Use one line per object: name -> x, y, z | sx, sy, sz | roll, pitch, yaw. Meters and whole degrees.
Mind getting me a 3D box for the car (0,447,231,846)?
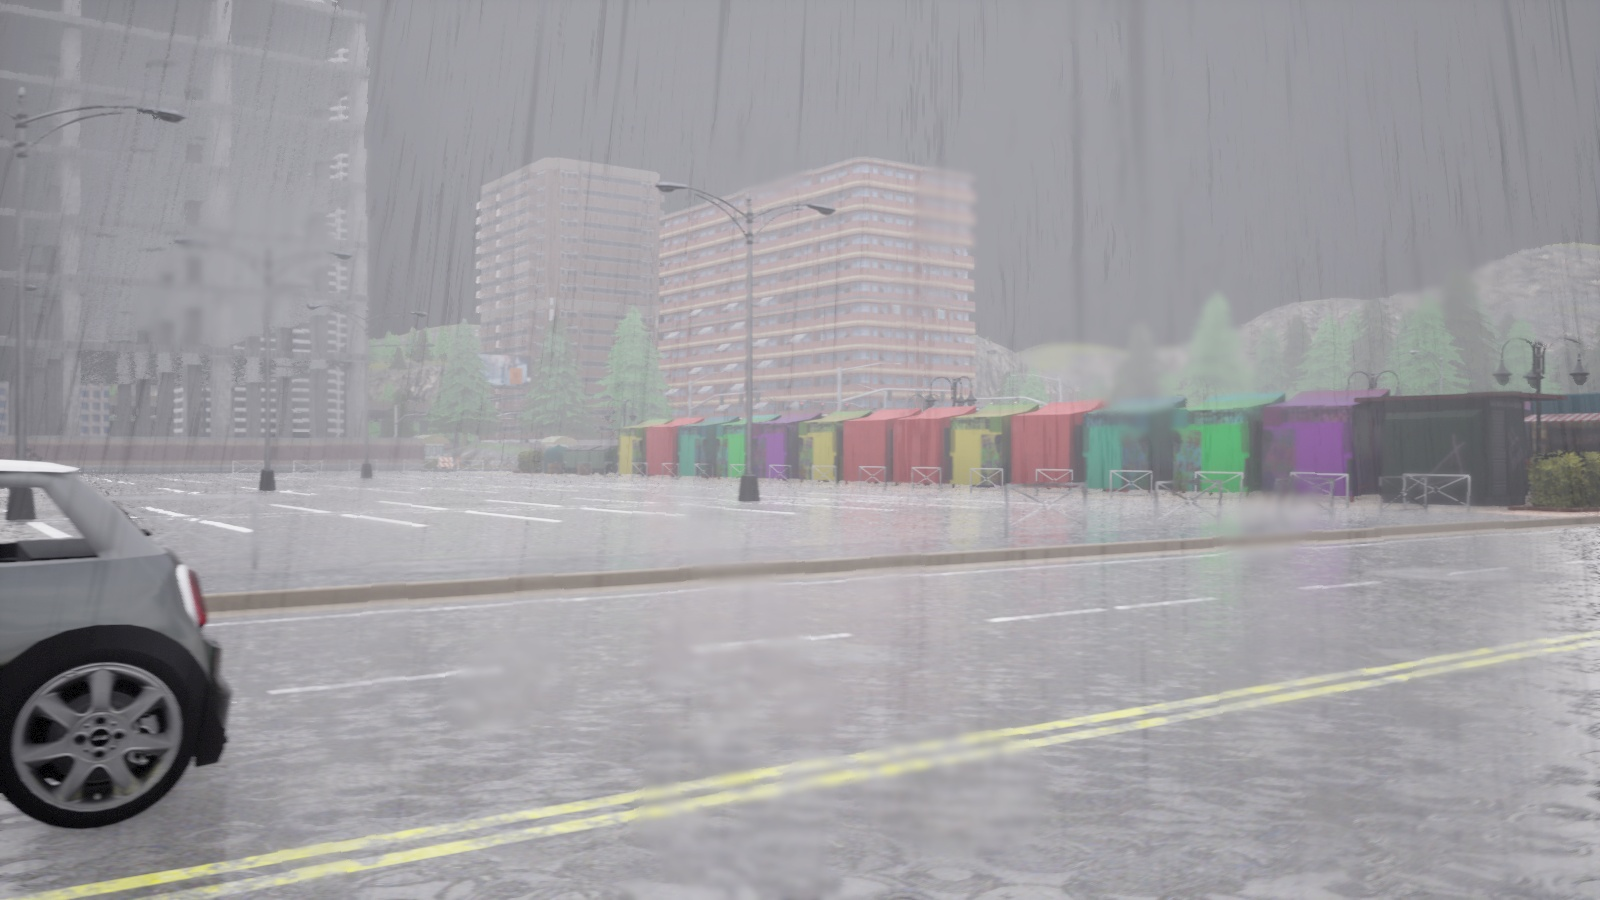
car -> -4.436, 0.731, 4.836 | 3.806, 1.475, 1.970 | 0, 0, -34
